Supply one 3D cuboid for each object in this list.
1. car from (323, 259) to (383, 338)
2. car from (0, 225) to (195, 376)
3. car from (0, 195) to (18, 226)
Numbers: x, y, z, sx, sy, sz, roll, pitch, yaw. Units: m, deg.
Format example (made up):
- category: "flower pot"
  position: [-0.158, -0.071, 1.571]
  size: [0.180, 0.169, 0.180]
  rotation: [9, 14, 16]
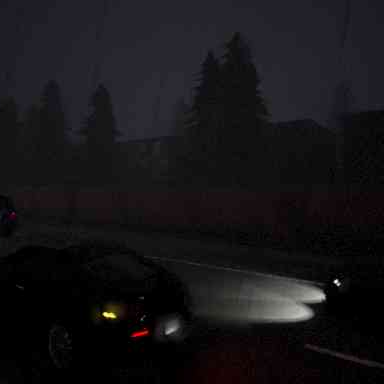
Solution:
- category: "car"
  position: [4.336, 1.568, 5.199]
  size: [4.181, 1.385, 1.994]
  rotation: [0, 0, 35]
- category: "car"
  position: [-2.121, 1.500, 5.504]
  size: [4.674, 1.442, 1.812]
  rotation: [0, 0, 35]
- category: "car"
  position: [-10.480, 1.126, 15.763]
  size: [5.566, 2.045, 2.150]
  rotation: [0, 0, 35]
